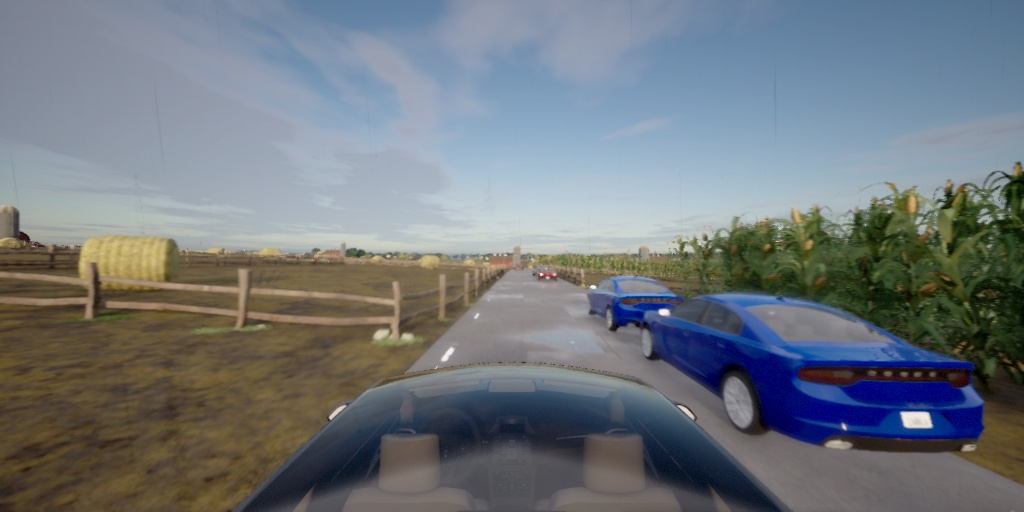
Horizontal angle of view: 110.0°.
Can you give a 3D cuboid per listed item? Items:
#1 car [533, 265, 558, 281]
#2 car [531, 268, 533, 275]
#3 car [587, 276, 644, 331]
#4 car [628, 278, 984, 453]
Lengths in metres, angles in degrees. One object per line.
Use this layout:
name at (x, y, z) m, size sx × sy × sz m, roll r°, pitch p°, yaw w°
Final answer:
car at (3.375, 1.774, 35.311) m, size 1.895 × 1.301 × 4.718 m, roll 1°, pitch -1°, yaw 2°
car at (3.529, 1.872, 45.876) m, size 2.033 × 1.411 × 5.357 m, roll 1°, pitch -1°, yaw 1°
car at (3.711, 1.383, 11.629) m, size 1.882 × 1.535 × 5.008 m, roll 0°, pitch -1°, yaw 1°
car at (3.604, 1.317, 5.630) m, size 1.882 × 1.535 × 5.008 m, roll 1°, pitch -1°, yaw 1°
